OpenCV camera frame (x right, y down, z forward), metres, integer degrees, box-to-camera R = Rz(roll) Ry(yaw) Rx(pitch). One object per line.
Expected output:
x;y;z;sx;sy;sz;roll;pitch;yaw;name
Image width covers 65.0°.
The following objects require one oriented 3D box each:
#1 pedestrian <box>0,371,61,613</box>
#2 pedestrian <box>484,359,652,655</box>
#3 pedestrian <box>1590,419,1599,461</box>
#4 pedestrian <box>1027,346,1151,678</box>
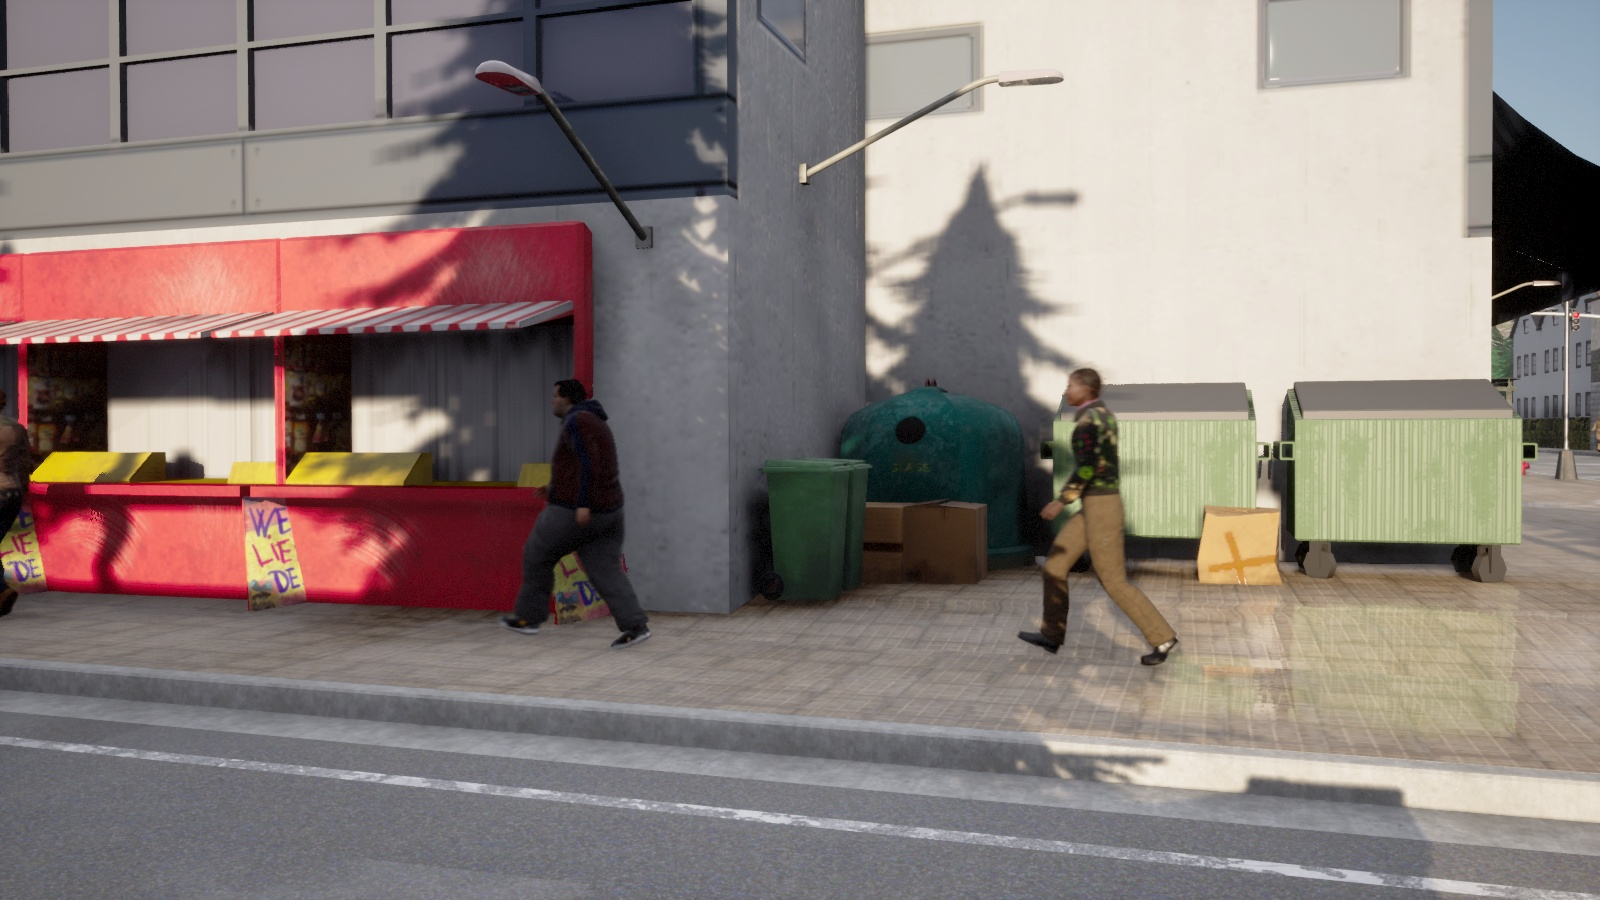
-6.161;0.310;9.649;0.869;1.805;0.328;1;1;18;pedestrian
-1.504;0.350;8.212;0.899;1.844;0.634;0;1;12;pedestrian
37.494;-0.474;58.875;0.692;1.930;0.396;0;1;-20;pedestrian
1.749;0.357;7.582;0.692;1.930;0.395;0;1;17;pedestrian
